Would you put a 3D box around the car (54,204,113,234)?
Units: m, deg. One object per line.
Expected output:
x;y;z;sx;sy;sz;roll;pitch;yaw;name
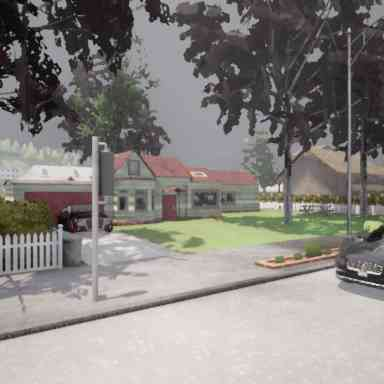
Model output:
-5.461;1.298;16.570;1.994;1.381;4.181;0;0;-34;car

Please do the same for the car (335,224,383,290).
5.613;1.503;8.388;4.892;1.490;1.837;1;0;-34;car
